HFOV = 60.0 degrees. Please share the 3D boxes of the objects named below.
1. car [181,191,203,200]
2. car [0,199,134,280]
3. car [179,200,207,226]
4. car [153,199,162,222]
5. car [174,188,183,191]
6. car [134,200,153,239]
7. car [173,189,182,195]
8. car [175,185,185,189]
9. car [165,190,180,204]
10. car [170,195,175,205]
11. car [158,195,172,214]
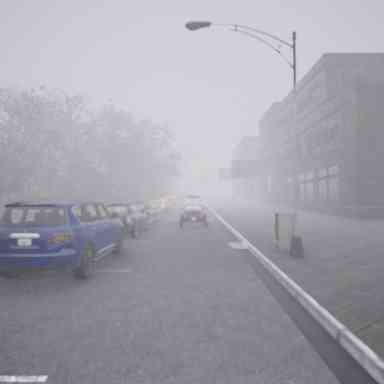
[{"bbox_3d":[0.094,1.184,40.478,2.150,2.045,5.566,0,1,0],"label":"car"},{"bbox_3d":[-3.652,1.231,10.140,2.435,2.045,5.566,0,0,2],"label":"car"},{"bbox_3d":[0.096,1.522,23.214,1.812,1.442,4.674,0,0,0],"label":"car"},{"bbox_3d":[-3.665,1.538,23.398,2.163,1.488,4.792,-1,0,2],"label":"car"},{"bbox_3d":[-3.643,0.555,70.791,2.231,1.521,4.892,1,3,2],"label":"car"},{"bbox_3d":[-3.655,1.361,17.793,2.185,1.767,4.553,0,0,2],"label":"car"},{"bbox_3d":[-3.639,0.808,65.057,1.946,1.575,5.366,1,3,2],"label":"car"},{"bbox_3d":[-3.665,-0.217,81.902,2.185,1.767,4.553,0,4,2],"label":"car"},{"bbox_3d":[-3.635,1.082,54.039,2.185,1.767,4.553,2,2,2],"label":"car"},{"bbox_3d":[-3.657,1.478,40.782,2.002,1.452,4.674,0,0,2],"label":"car"},{"bbox_3d":[-3.649,1.458,34.645,1.946,1.575,5.366,0,1,2],"label":"car"}]
